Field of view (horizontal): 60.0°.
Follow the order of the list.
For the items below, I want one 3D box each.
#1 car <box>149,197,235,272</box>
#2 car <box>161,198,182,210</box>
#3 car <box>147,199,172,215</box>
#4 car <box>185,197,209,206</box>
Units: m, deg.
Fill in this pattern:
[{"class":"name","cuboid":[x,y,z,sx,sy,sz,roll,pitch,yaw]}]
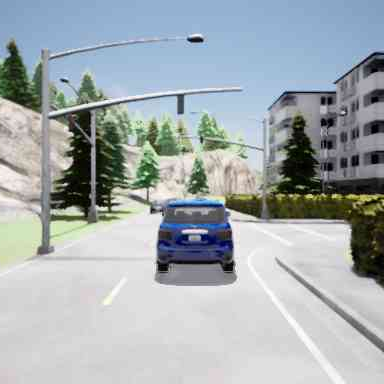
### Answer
[{"class":"car","cuboid":[0.148,1.247,11.022,2.150,2.045,5.566,0,0,2]},{"class":"car","cuboid":[-2.828,1.608,46.679,1.837,1.490,4.892,0,0,11]},{"class":"car","cuboid":[-3.475,1.572,36.328,2.128,1.511,4.902,0,0,1]},{"class":"car","cuboid":[0.981,1.620,57.914,2.128,1.511,4.902,0,0,30]}]
